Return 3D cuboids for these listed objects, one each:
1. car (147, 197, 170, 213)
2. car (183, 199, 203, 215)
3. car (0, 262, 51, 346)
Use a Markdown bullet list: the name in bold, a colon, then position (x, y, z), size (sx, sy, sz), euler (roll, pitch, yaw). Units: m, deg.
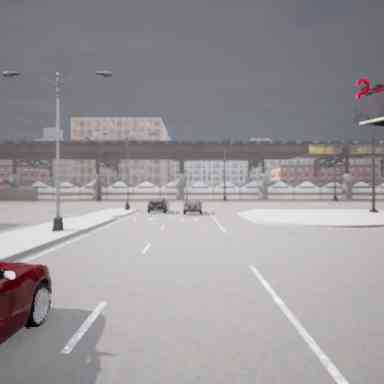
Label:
- **car**: position (-3.342, 1.299, 33.957), size (2.128, 1.511, 4.902), euler (0, 0, 2)
- **car**: position (0.090, 1.366, 31.852), size (2.033, 1.411, 5.357), euler (0, 0, 1)
- **car**: position (-3.401, 1.455, 3.873), size (1.882, 1.535, 5.008), euler (0, 0, 0)
